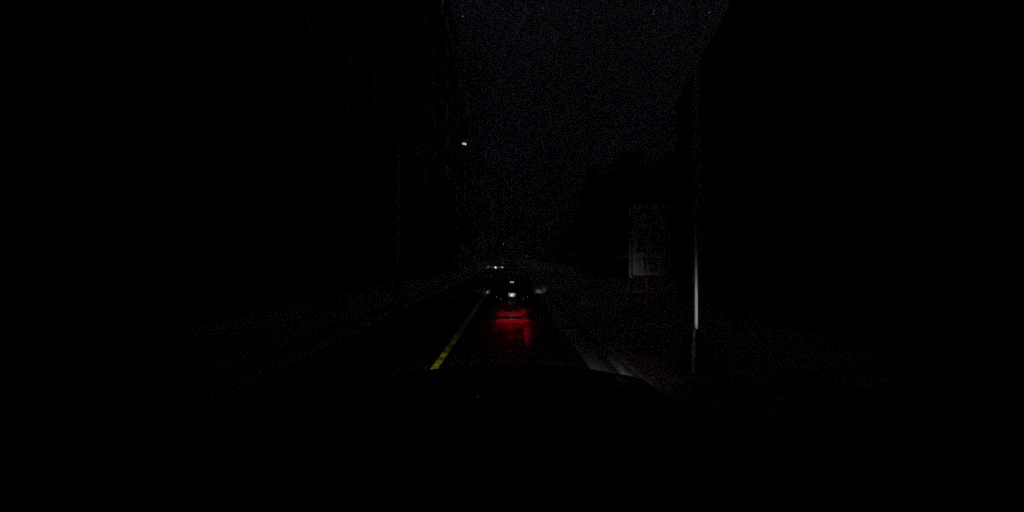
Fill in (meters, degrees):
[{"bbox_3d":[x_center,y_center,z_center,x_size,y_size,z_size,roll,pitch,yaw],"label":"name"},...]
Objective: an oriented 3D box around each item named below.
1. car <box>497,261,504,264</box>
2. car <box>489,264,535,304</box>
[{"bbox_3d":[0.000,1.365,31.502,2.033,1.411,5.357,0,0,0],"label":"car"},{"bbox_3d":[0.000,1.280,16.500,1.837,1.490,4.892,0,0,0],"label":"car"}]
